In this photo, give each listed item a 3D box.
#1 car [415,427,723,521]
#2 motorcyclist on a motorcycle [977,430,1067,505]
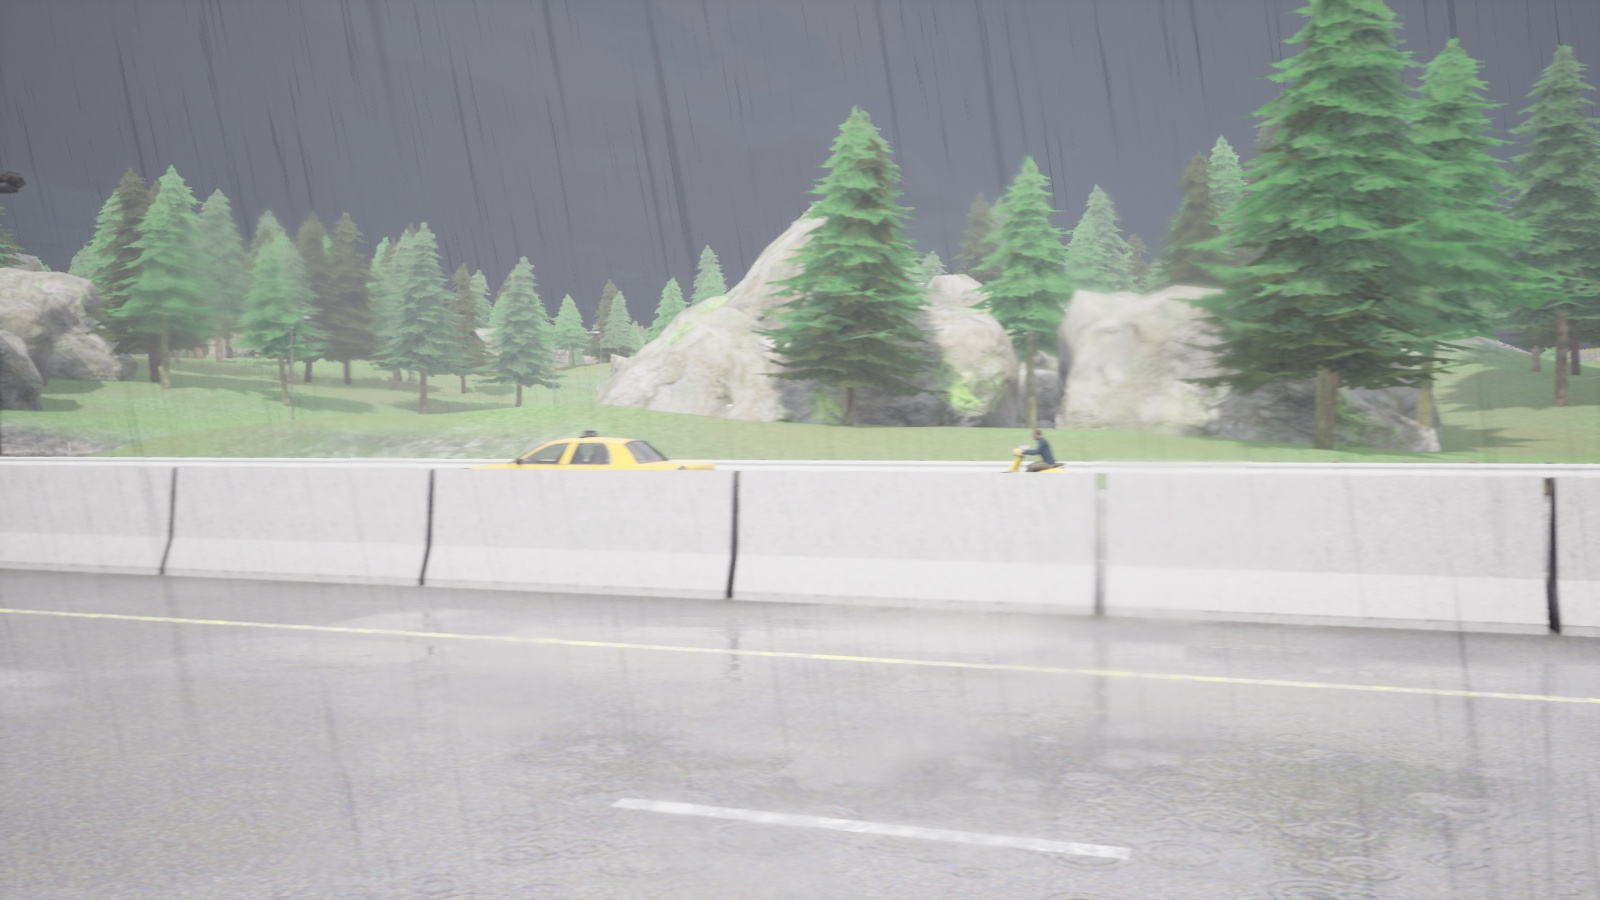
[{"bbox_3d":[-4.242,0.379,23.082,5.366,1.575,1.801,1,1,19],"label":"car"},{"bbox_3d":[4.841,0.359,27.411,1.817,1.590,0.866,1,1,19],"label":"motorcyclist on a motorcycle"}]
